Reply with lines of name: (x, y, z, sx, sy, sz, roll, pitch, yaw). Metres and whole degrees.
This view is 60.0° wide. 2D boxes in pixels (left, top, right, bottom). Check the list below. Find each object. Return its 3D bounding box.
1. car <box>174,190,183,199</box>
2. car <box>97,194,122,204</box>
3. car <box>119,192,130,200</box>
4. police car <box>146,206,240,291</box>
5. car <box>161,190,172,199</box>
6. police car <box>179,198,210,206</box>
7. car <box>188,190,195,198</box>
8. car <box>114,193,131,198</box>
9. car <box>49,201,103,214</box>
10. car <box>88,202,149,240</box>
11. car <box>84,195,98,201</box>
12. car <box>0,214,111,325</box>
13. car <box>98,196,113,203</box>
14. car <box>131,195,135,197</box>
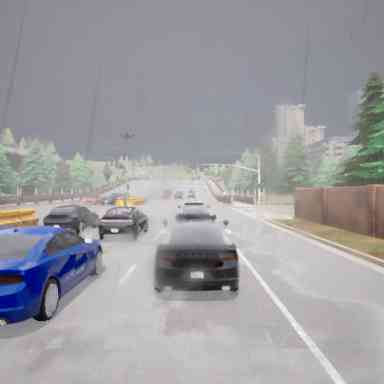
car: (-3.564, 0.900, 88.023, 2.097, 1.767, 4.553, 0, 3, 0)
car: (-14.031, 1.490, 56.756, 2.128, 1.511, 4.902, 0, 0, -1)
car: (-17.559, 0.955, 86.943, 2.097, 1.767, 4.553, 0, 2, 0)
police car: (0.104, 1.425, 9.143, 1.930, 1.638, 5.238, 0, 0, 0)
car: (-7.066, 1.068, 88.449, 1.994, 1.385, 4.181, 0, 4, 0)
police car: (0.125, 1.424, 19.489, 1.930, 1.638, 5.238, 0, 0, 1)
car: (-0.080, 0.928, 91.229, 1.895, 1.301, 4.718, 0, 4, 0)
car: (-13.989, 1.475, 66.216, 1.882, 1.535, 5.008, 0, 0, 1)
car: (-6.891, 1.505, 19.345, 1.837, 1.490, 4.892, 0, 0, 0)
car: (-3.398, 1.492, 17.156, 2.128, 1.511, 4.902, 0, 0, 1)
car: (-17.542, 1.350, 58.945, 2.097, 1.767, 4.553, 0, 0, 0)
car: (-3.397, 1.477, 7.252, 1.882, 1.535, 5.008, 0, 0, 0)
car: (-17.469, 1.550, 67.481, 1.994, 1.385, 4.181, 0, 0, 0)
car: (-14.002, 1.447, 75.657, 1.882, 1.535, 5.008, 0, 0, 0)
